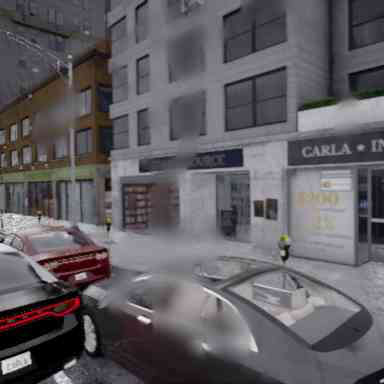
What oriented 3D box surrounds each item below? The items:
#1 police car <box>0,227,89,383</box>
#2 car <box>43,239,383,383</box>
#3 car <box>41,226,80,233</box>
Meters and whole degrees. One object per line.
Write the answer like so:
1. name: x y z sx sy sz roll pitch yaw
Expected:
1. police car: -3.562 1.424 4.868 5.238 1.638 1.930 -1 1 42
2. car: 0.103 1.470 3.976 2.008 1.369 4.403 -3 2 -43
3. car: -3.653 1.494 8.002 1.887 1.381 4.507 -3 2 -43
